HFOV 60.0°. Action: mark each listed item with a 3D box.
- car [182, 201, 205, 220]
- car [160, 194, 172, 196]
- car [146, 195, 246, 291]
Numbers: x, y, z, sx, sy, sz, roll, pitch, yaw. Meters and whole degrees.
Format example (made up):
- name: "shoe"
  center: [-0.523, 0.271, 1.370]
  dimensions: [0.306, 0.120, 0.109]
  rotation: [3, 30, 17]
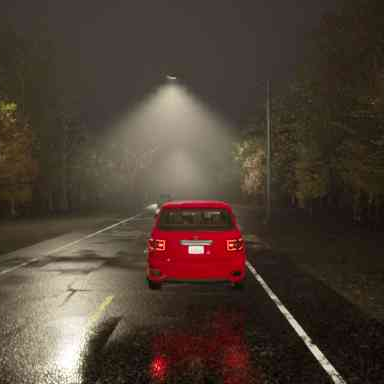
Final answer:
- name: "car"
  center: [0.090, 1.542, 29.029]
  dimensions: [1.812, 1.442, 4.674]
  rotation: [0, 0, 0]
- name: "car"
  center: [-3.576, 1.249, 45.811]
  dimensions: [2.150, 2.045, 5.566]
  rotation: [0, 0, 0]
- name: "car"
  center: [0.092, 1.227, 9.190]
  dimensions: [2.150, 2.045, 5.566]
  rotation: [0, 0, 0]
